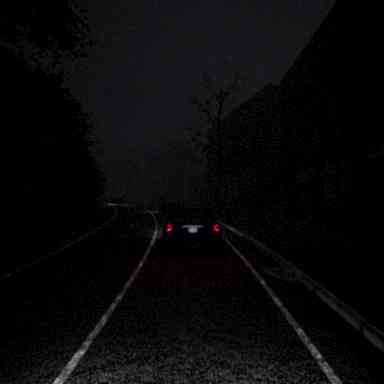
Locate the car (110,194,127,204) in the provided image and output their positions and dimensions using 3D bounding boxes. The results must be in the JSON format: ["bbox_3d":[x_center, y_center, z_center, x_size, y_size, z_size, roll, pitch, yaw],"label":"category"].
[{"bbox_3d":[-11.204,1.078,50.449,1.812,1.442,4.674,2,0,-21],"label":"car"}]

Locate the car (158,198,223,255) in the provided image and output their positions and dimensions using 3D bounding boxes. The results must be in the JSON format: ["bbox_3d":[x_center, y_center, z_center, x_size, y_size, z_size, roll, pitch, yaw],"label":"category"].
[{"bbox_3d":[-0.044,1.272,13.137,2.097,1.767,4.553,1,0,-2],"label":"car"}]
